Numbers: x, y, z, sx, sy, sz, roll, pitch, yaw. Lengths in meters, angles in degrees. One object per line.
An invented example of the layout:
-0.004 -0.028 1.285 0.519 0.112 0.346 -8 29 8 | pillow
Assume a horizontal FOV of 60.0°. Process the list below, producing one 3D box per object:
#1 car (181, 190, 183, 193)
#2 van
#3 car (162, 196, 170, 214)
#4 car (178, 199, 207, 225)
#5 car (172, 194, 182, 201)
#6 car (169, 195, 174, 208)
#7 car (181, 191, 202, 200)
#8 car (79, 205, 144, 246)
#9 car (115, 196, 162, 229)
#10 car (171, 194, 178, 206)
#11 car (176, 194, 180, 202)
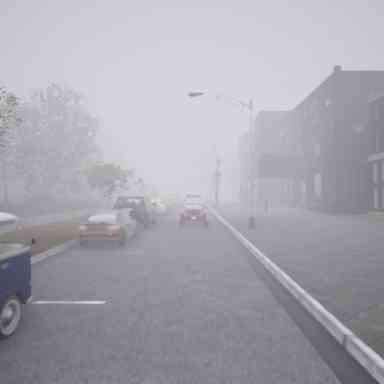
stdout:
-3.634 1.196 73.893 2.435 2.045 5.566 0 0 2 | car
-3.647 1.274 4.060 1.878 1.987 4.442 0 0 2 | van
-3.644 1.460 31.660 2.097 1.535 5.008 0 0 2 | car
0.106 1.500 23.923 1.812 1.442 4.674 0 0 0 | car
-3.634 1.318 81.547 2.185 1.767 4.553 0 1 2 | car
-3.643 1.472 37.208 2.097 1.535 5.008 0 0 2 | car
0.108 1.189 41.467 2.150 2.045 5.566 0 -1 0 | car
-3.649 1.527 15.031 2.002 1.452 4.674 0 0 0 | car
-3.648 1.244 21.776 2.435 2.045 5.566 0 0 1 | car
-3.633 1.472 47.461 1.946 1.575 5.366 0 0 2 | car
-3.639 1.490 53.843 2.097 1.535 5.008 0 0 2 | car
